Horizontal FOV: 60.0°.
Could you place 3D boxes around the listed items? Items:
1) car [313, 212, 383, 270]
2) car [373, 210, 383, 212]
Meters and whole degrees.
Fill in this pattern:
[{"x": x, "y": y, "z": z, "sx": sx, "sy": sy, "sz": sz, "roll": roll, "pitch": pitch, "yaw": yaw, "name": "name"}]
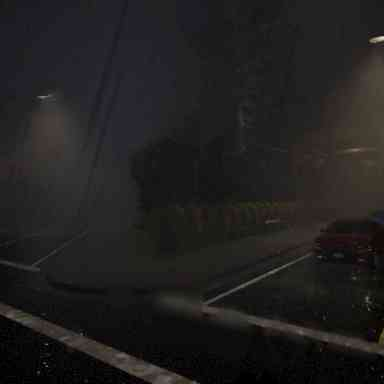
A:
[{"x": 5.984, "y": 1.725, "z": 12.332, "sx": 1.882, "sy": 1.535, "sz": 5.008, "roll": -2, "pitch": -2, "yaw": 36, "name": "car"}, {"x": 12.001, "y": 1.868, "z": 20.702, "sx": 1.882, "sy": 1.535, "sz": 5.008, "roll": -2, "pitch": -2, "yaw": 36, "name": "car"}]
